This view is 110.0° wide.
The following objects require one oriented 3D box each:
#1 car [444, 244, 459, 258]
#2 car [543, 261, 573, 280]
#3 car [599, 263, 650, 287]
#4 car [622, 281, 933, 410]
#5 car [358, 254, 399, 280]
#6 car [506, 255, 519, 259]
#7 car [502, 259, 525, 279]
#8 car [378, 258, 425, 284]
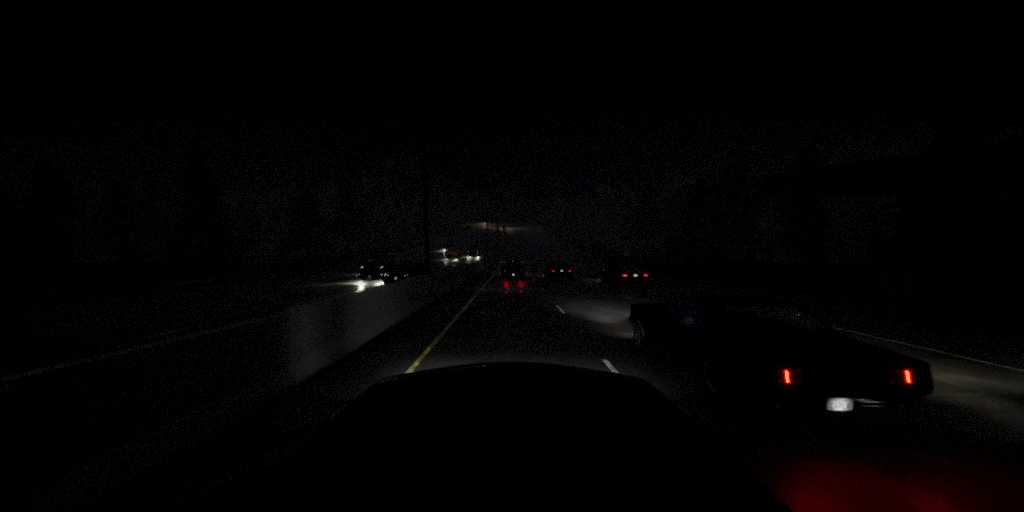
[{"bbox_3d":[-10.504,-0.620,63.037,1.882,1.535,5.008,0,7,0],"label":"car"},{"bbox_3d":[3.605,1.121,28.558,2.033,1.411,5.357,0,0,0],"label":"car"},{"bbox_3d":[7.104,1.157,23.098,2.033,1.411,5.357,0,0,0],"label":"car"},{"bbox_3d":[3.601,1.322,6.150,1.895,1.301,4.718,0,0,0],"label":"car"},{"bbox_3d":[-10.588,0.924,28.915,2.097,1.767,4.553,0,0,0],"label":"car"},{"bbox_3d":[0.109,0.515,51.349,1.994,1.385,4.181,0,4,0],"label":"car"},{"bbox_3d":[0.105,1.164,30.284,1.895,1.301,4.718,0,0,0],"label":"car"},{"bbox_3d":[-7.091,1.108,24.288,1.837,1.490,4.892,0,0,0],"label":"car"}]
